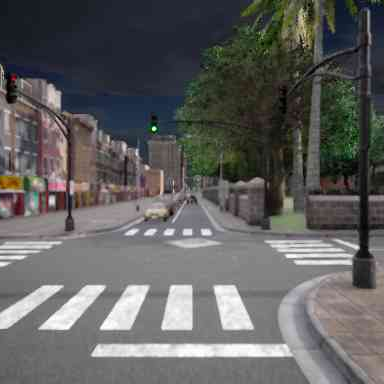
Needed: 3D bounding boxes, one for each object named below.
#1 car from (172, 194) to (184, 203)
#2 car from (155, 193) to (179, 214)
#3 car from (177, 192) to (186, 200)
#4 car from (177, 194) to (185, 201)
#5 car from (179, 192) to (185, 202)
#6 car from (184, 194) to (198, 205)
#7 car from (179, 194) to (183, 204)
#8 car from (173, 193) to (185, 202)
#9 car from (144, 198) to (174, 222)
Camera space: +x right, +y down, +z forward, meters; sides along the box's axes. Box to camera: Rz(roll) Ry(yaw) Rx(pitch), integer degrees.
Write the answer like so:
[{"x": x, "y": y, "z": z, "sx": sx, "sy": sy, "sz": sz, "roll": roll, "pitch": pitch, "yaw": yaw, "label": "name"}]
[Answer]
[{"x": -2.637, "y": 1.236, "z": 62.785, "sx": 1.967, "sy": 1.590, "sz": 4.097, "roll": 0, "pitch": 0, "yaw": 0, "label": "car"}, {"x": -2.651, "y": 1.211, "z": 31.163, "sx": 2.192, "sy": 1.841, "sz": 5.009, "roll": 0, "pitch": 0, "yaw": 0, "label": "car"}, {"x": -2.627, "y": 1.045, "z": 83.865, "sx": 2.192, "sy": 1.841, "sz": 5.009, "roll": 0, "pitch": 0, "yaw": 0, "label": "car"}, {"x": -2.630, "y": 1.272, "z": 78.426, "sx": 1.752, "sy": 1.417, "sz": 4.829, "roll": 0, "pitch": 0, "yaw": 0, "label": "car"}, {"x": -2.639, "y": 1.252, "z": 57.513, "sx": 1.967, "sy": 1.590, "sz": 4.097, "roll": 0, "pitch": 0, "yaw": 0, "label": "car"}, {"x": 0.009, "y": 1.322, "z": 55.828, "sx": 1.837, "sy": 1.490, "sz": 4.892, "roll": 0, "pitch": 0, "yaw": 0, "label": "car"}, {"x": -2.644, "y": 1.396, "z": 46.974, "sx": 2.008, "sy": 1.369, "sz": 4.403, "roll": 0, "pitch": 0, "yaw": 0, "label": "car"}, {"x": -2.634, "y": 1.094, "z": 68.055, "sx": 2.192, "sy": 1.841, "sz": 5.009, "roll": 0, "pitch": 0, "yaw": 0, "label": "car"}, {"x": -2.648, "y": 1.439, "z": 25.725, "sx": 1.752, "sy": 1.417, "sz": 4.829, "roll": 0, "pitch": 0, "yaw": 0, "label": "car"}]
